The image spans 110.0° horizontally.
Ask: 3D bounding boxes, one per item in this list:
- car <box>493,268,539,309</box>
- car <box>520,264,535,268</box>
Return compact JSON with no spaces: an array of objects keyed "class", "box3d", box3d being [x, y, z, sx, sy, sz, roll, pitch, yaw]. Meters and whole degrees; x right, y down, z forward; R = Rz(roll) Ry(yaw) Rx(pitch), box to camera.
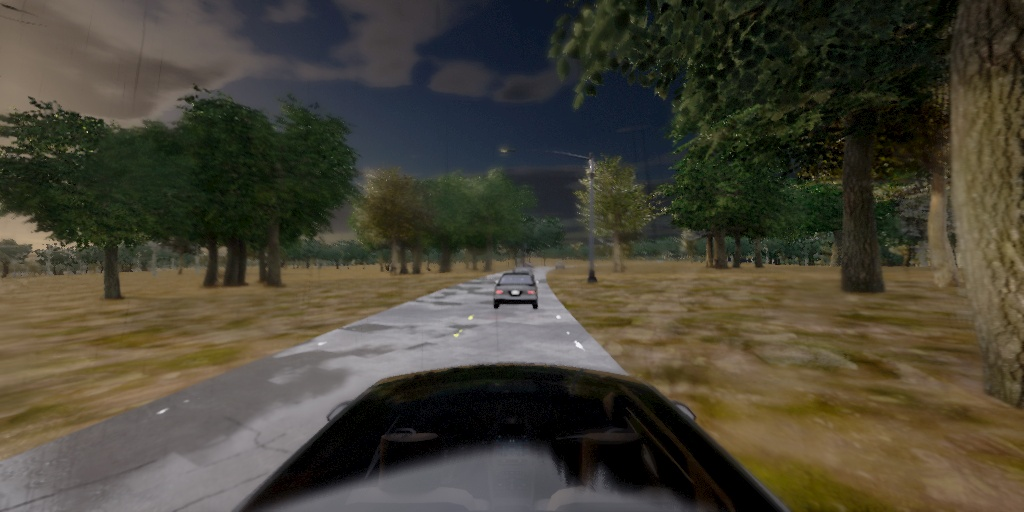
[{"class":"car","box3d":[0.202,1.424,15.770,2.033,1.411,5.357,0,0,2]},{"class":"car","box3d":[0.988,1.621,30.815,1.895,1.301,4.718,0,-1,4]}]
